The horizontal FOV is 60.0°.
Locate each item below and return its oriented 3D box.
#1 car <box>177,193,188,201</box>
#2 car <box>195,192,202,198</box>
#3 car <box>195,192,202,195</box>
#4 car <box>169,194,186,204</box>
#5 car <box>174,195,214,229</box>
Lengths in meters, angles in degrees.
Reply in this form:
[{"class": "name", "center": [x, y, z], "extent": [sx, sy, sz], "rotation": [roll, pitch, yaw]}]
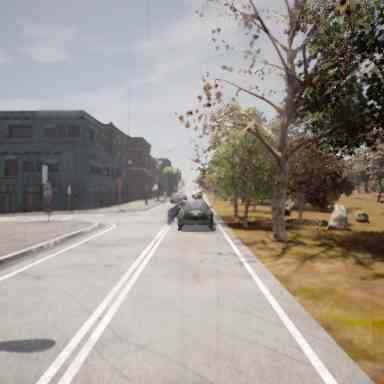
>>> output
[{"class": "car", "center": [-1.962, 1.047, 69.541], "extent": [2.033, 1.411, 5.357], "rotation": [0, 1, 2]}, {"class": "car", "center": [1.718, 0.720, 84.012], "extent": [1.812, 1.442, 4.674], "rotation": [0, 1, 2]}, {"class": "car", "center": [1.412, 0.957, 73.595], "extent": [1.837, 1.490, 4.892], "rotation": [0, 1, 2]}, {"class": "car", "center": [-2.518, 1.164, 53.745], "extent": [1.837, 1.490, 4.892], "rotation": [0, 1, 2]}, {"class": "car", "center": [0.229, 1.263, 20.987], "extent": [2.097, 1.767, 4.553], "rotation": [0, 0, 1]}]
